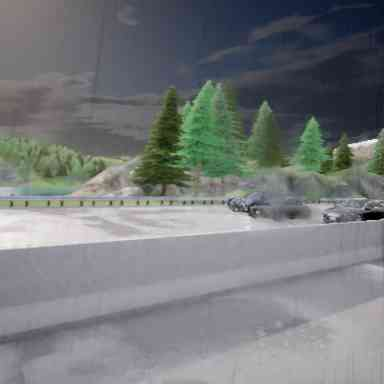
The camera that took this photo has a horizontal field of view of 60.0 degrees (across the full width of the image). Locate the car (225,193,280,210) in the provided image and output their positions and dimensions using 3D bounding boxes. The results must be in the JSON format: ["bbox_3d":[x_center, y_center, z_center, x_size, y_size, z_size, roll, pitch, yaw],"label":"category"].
[{"bbox_3d":[5.295,0.800,28.986,4.718,1.301,1.895,1,2,-34],"label":"car"}]

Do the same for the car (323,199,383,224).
[{"bbox_3d":[9.603,1.188,19.224,4.902,1.511,2.128,1,2,-34],"label":"car"}]

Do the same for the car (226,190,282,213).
[{"bbox_3d":[4.986,0.691,24.509,4.553,1.767,2.097,1,2,-34],"label":"car"}]

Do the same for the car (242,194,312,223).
[{"bbox_3d":[5.534,1.055,20.662,4.181,1.385,1.994,1,2,-34],"label":"car"}]
